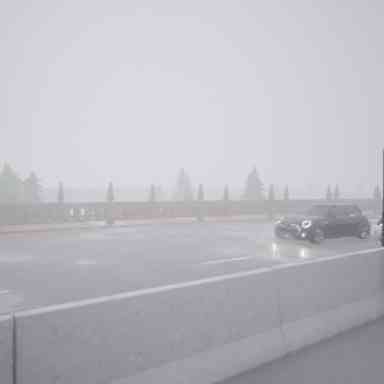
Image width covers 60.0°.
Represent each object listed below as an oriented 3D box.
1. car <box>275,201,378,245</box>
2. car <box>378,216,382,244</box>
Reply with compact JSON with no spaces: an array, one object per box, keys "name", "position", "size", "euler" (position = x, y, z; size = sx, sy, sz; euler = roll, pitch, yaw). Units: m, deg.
[{"name":"car","position":[6.086,1.329,15.479],"size":[4.553,1.767,2.097],"euler":[0,0,-28]},{"name":"car","position":[10.076,1.218,13.638],"size":[5.566,2.045,2.150],"euler":[0,0,-26]}]
